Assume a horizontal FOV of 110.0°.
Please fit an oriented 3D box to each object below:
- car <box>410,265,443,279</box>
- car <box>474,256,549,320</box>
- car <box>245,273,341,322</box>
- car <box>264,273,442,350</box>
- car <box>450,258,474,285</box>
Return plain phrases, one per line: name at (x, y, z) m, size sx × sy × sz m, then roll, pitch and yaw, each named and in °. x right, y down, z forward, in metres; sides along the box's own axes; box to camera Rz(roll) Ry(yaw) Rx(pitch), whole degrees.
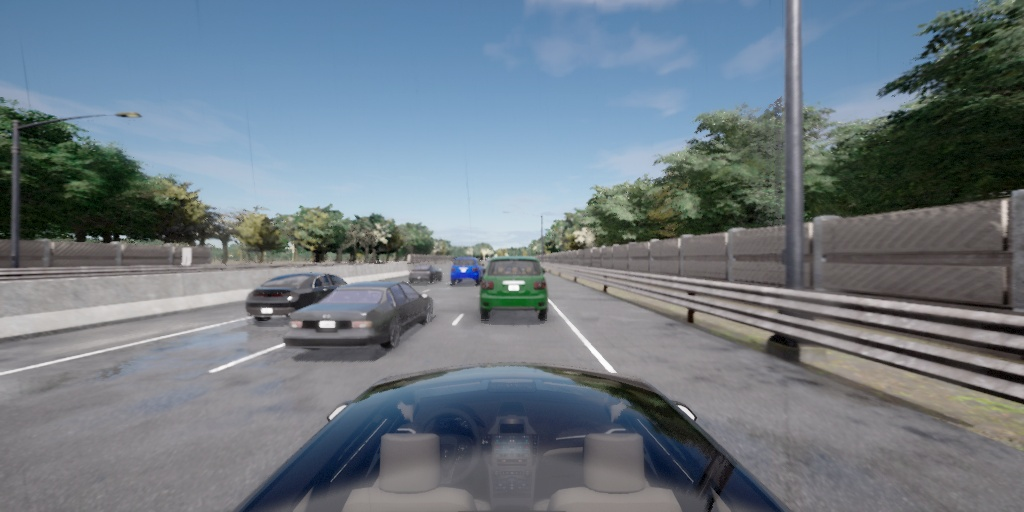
car at (-6.912, 1.439, 29.155) m, size 2.128 × 1.511 × 4.902 m, roll 0°, pitch 0°, yaw 0°
car at (0.084, 1.043, 13.059) m, size 2.150 × 2.045 × 5.566 m, roll 0°, pitch -1°, yaw 1°
car at (-6.919, 1.324, 12.562) m, size 1.837 × 1.490 × 4.892 m, roll 0°, pitch -1°, yaw 0°
car at (-3.435, 1.343, 9.210) m, size 2.033 × 1.411 × 5.357 m, roll 0°, pitch 0°, yaw 0°
car at (-3.413, 1.160, 28.104) m, size 2.150 × 2.045 × 5.566 m, roll 0°, pitch -1°, yaw 0°
